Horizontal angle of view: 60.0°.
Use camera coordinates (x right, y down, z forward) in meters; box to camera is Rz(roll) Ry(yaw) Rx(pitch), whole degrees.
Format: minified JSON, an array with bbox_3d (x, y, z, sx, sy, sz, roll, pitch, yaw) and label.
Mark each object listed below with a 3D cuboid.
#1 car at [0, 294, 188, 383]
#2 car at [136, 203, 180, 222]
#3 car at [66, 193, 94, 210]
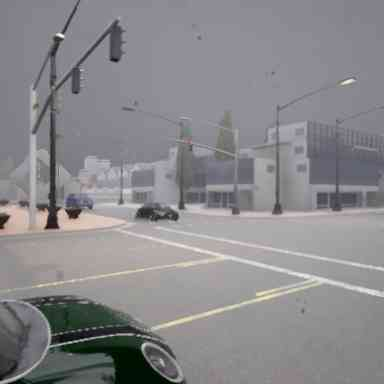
[{"bbox_3d":[-2.216,1.355,2.199,4.553,1.767,2.097,0,0,-35],"label":"car"},{"bbox_3d":[-2.691,1.520,25.513,1.994,1.385,4.181,0,0,-35],"label":"car"},{"bbox_3d":[-14.329,1.162,42.264,2.150,2.045,5.566,0,0,-35],"label":"car"}]
